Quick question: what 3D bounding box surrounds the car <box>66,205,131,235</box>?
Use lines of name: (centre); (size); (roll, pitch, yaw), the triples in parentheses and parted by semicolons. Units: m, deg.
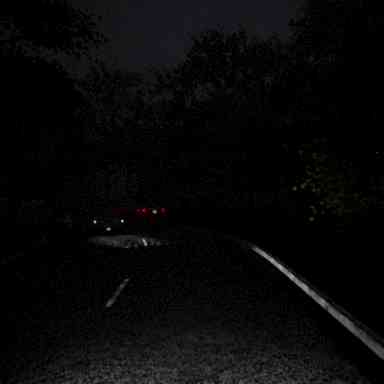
car: (-5.465, 1.573, 18.635); (1.895, 1.301, 4.718); (2, -1, -36)

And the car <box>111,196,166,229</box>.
car: (-3.941, 1.321, 22.217); (2.150, 2.045, 5.566); (4, -3, -38)
